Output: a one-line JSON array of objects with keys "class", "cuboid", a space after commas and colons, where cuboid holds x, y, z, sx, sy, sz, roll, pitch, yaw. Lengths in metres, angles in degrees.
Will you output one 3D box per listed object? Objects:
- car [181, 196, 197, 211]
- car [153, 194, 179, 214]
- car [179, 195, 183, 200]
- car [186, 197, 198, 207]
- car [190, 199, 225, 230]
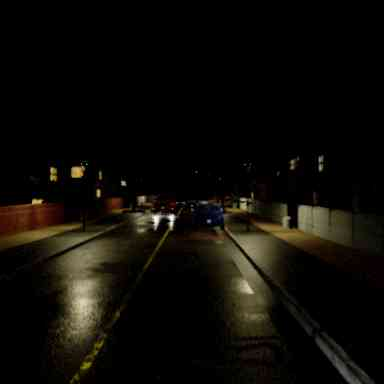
[{"class": "car", "cuboid": [0.017, 1.565, 41.286, 1.994, 1.385, 4.181, 0, 0, 1]}, {"class": "car", "cuboid": [-2.856, 1.221, 35.507, 2.150, 2.045, 5.566, 0, 0, 0]}, {"class": "car", "cuboid": [-2.769, 1.333, 77.919, 2.033, 1.411, 5.357, 0, 0, 0]}, {"class": "car", "cuboid": [-0.011, 1.510, 51.313, 1.837, 1.490, 4.892, 0, 0, 0]}, {"class": "car", "cuboid": [0.957, 1.476, 21.034, 1.882, 1.535, 5.008, 0, 0, 0]}]
